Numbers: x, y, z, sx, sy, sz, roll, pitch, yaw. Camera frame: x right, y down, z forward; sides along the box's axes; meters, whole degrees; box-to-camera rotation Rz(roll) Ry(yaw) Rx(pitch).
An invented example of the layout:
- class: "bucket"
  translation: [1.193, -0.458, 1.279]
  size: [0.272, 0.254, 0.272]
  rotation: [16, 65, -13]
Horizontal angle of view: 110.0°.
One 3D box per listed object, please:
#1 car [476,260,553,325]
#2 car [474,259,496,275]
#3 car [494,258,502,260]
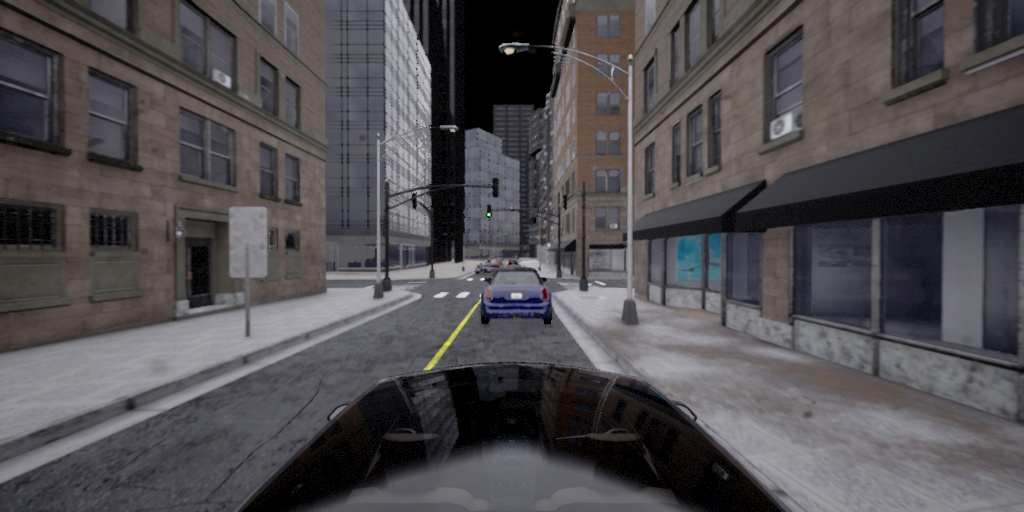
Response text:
- class: "car"
  translation: [0.133, 1.135, 12.124]
  size: [2.097, 1.767, 4.553]
  rotation: [0, 0, 0]
- class: "car"
  translation: [-2.971, 1.365, 39.696]
  size: [1.994, 1.385, 4.181]
  rotation: [0, 0, 0]
- class: "car"
  translation: [-2.899, 1.202, 54.049]
  size: [1.882, 1.535, 5.008]
  rotation: [0, 0, 1]
